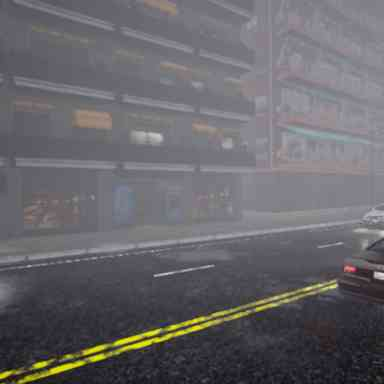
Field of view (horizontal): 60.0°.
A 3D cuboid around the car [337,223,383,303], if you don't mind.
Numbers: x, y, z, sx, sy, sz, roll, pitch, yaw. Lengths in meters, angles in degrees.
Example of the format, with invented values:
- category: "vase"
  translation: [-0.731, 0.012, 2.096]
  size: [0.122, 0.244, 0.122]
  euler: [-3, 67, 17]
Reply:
- category: "car"
  translation: [5.350, 1.513, 7.306]
  size: [5.357, 1.411, 2.033]
  euler: [0, 0, -36]

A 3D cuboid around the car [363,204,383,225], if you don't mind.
- category: "car"
  translation: [12.698, 1.435, 21.119]
  size: [4.674, 1.442, 1.812]
  euler: [0, 0, -37]
